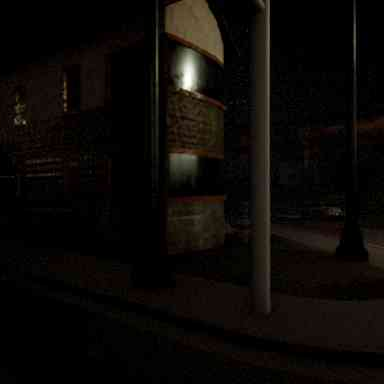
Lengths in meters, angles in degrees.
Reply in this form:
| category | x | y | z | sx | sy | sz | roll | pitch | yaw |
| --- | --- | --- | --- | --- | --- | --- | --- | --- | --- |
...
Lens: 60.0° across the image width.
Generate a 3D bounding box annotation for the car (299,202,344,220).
| category | x | y | z | sx | sy | sz | roll | pitch | yaw |
| --- | --- | --- | --- | --- | --- | --- | --- | --- | --- |
| car | 10.788 | 1.524 | 27.892 | 1.812 | 1.442 | 4.674 | 0 | 0 | -10 |
